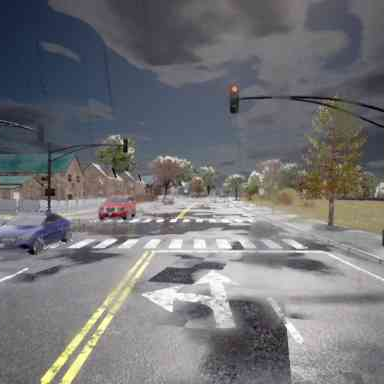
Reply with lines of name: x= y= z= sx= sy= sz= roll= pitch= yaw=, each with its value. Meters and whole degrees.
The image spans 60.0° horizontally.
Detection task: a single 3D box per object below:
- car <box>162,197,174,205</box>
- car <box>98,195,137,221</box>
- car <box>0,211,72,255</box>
car: x=-4.437 y=1.621 z=62.278 sx=2.128 sy=1.511 sz=4.902 roll=0 pitch=0 yaw=4
car: x=-6.097 y=1.283 z=27.816 sx=2.150 sy=2.045 sz=5.566 roll=0 pitch=0 yaw=2
car: x=-6.398 y=1.539 z=13.469 sx=1.812 sy=1.442 sz=4.674 roll=0 pitch=0 yaw=1
